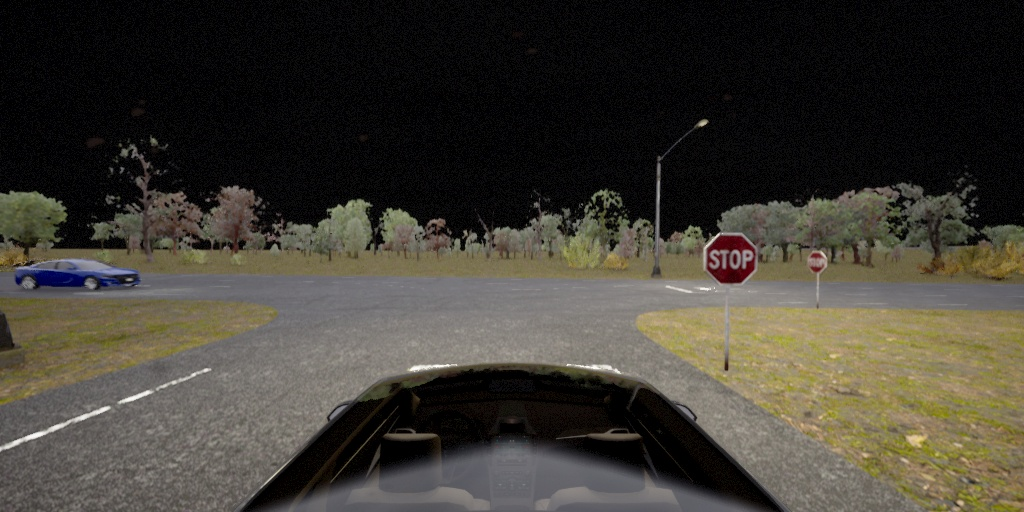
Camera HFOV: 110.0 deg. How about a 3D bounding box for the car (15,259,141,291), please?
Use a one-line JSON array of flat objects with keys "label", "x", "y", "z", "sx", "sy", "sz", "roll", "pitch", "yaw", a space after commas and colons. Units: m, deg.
[{"label": "car", "x": -22.095, "y": 0.911, "z": 18.372, "sx": 5.008, "sy": 1.535, "sz": 1.882, "roll": 1, "pitch": 1, "yaw": 0}]
